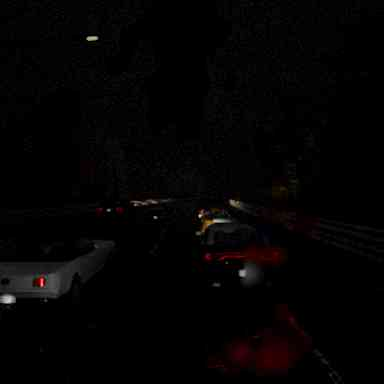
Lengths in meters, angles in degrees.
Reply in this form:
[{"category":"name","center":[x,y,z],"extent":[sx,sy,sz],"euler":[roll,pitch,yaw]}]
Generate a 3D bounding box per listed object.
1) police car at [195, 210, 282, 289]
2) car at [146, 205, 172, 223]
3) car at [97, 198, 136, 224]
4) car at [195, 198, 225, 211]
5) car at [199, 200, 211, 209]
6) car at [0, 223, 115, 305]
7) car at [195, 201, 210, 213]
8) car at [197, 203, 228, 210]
[{"category":"police car","center":[1.137,1.528,9.574],"extent":[1.930,1.638,5.238],"euler":[0,-1,1]},{"category":"car","center":[-2.780,1.835,28.376],"extent":[1.812,1.442,4.674],"euler":[0,-1,2]},{"category":"car","center":[-6.291,1.530,28.284],"extent":[2.150,2.045,5.566],"euler":[0,-1,2]},{"category":"car","center":[1.536,1.500,25.290],"extent":[2.150,2.045,5.566],"euler":[0,-1,2]},{"category":"car","center":[2.406,2.232,59.329],"extent":[1.994,1.385,4.181],"euler":[0,-1,5]},{"category":"car","center":[-3.315,1.690,8.281],"extent":[1.895,1.301,4.718],"euler":[0,-1,1]},{"category":"car","center":[1.482,2.034,45.809],"extent":[1.812,1.442,4.674],"euler":[0,-1,4]},{"category":"car","center":[1.352,1.666,19.526],"extent":[1.801,1.575,5.366],"euler":[0,-1,2]}]
